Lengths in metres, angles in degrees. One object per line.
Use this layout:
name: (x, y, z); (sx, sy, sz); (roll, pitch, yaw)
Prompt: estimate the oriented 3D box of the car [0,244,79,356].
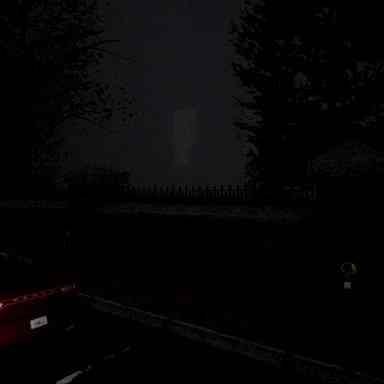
car: (-3.786, 1.544, 5.588); (4.507, 1.381, 1.887); (0, 0, 36)
